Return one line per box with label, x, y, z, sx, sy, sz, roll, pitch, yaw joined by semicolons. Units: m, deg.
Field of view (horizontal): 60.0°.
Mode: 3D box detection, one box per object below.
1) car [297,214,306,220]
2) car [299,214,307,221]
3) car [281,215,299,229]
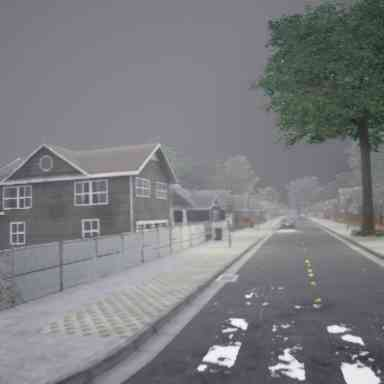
car;29.542;6.613;89.637;2.033;1.411;5.357;-3;-4;17
car;26.613;6.166;80.079;1.812;1.442;4.674;-3;-4;17
car;13.503;4.345;46.755;2.128;1.511;4.902;-3;-4;17
